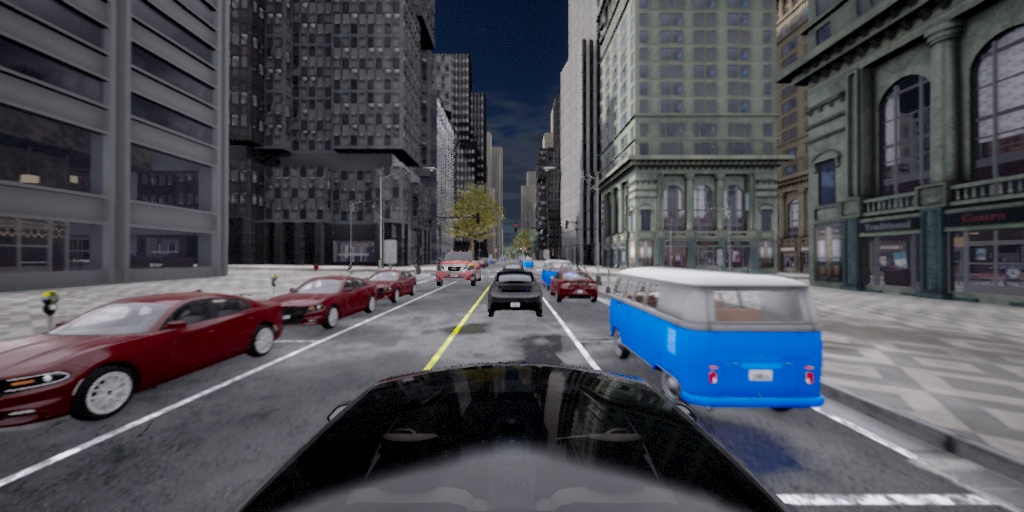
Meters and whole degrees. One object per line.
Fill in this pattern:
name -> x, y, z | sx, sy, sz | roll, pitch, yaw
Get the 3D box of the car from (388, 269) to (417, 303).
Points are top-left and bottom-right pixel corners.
car -> -5.777, 1.324, 16.920 | 1.888, 1.381, 4.507 | 0, 0, 0

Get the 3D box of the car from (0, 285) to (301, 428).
car -> -5.776, 1.303, 5.869 | 1.888, 1.381, 4.507 | 0, 0, 0

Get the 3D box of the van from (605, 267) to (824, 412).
van -> 2.774, 1.098, 5.851 | 1.690, 1.789, 3.998 | 0, 0, 0

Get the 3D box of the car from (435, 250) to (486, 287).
car -> -2.997, 0.627, 21.139 | 2.150, 2.045, 5.566 | 0, 0, 0

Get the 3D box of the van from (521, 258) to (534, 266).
van -> 2.772, 1.221, 60.409 | 1.690, 1.789, 3.998 | 0, 0, 0

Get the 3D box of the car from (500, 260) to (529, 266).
car -> 0.099, 1.278, 27.550 | 1.882, 1.535, 5.008 | 0, 0, 0

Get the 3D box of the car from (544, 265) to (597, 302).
car -> 2.778, 1.323, 16.900 | 1.888, 1.381, 4.507 | 0, 0, 0

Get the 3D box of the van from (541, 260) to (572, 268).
van -> 2.780, 1.130, 22.425 | 1.690, 1.789, 3.998 | 0, 0, 0

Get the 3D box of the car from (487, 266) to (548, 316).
car -> 0.102, 1.276, 13.534 | 1.837, 1.490, 4.892 | 0, 0, 0

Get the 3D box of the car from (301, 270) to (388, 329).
car -> -5.777, 1.313, 11.395 | 1.888, 1.381, 4.507 | 0, 0, 0
